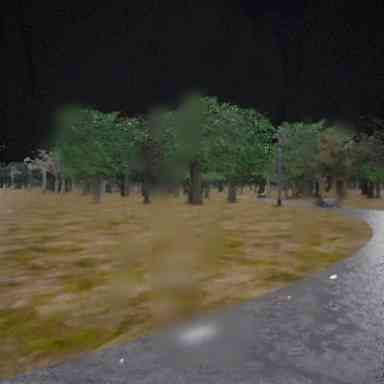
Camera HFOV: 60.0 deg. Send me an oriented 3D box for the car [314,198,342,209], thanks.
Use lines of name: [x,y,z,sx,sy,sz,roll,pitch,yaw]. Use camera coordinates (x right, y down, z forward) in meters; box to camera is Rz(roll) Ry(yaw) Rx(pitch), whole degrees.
car: [17.589,1.449,43.389,2.033,1.411,5.357,1,0,1]
